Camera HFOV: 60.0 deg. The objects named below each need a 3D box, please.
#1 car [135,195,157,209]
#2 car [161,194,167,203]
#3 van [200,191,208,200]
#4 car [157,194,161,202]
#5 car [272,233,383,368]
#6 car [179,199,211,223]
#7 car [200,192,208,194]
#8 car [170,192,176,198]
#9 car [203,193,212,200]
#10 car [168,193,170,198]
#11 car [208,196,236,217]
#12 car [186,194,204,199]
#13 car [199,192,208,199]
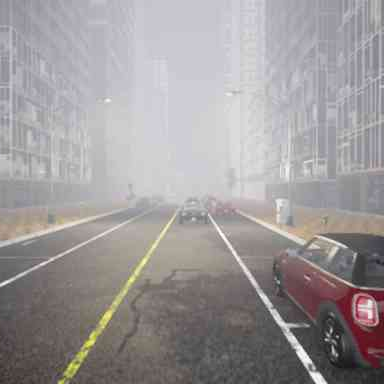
[{"bbox_3d":[-5.687,1.247,39.856,1.887,1.381,4.507,0,0,0],"label":"car"},{"bbox_3d":[-5.686,1.107,56.933,1.887,1.381,4.507,0,0,0],"label":"car"},{"bbox_3d":[2.696,0.757,74.001,1.690,1.788,3.998,0,1,0],"label":"van"},{"bbox_3d":[-5.687,1.238,45.549,1.802,1.307,4.206,0,0,0],"label":"car"},{"bbox_3d":[2.692,1.399,5.694,1.967,1.590,4.097,0,0,0],"label":"car"},{"bbox_3d":[0.100,1.431,23.532,1.895,1.301,4.718,0,0,0],"label":"car"},{"bbox_3d":[2.694,1.128,56.925,1.947,1.339,4.313,0,0,0],"label":"car"},{"bbox_3d":[-5.685,0.789,90.918,1.752,1.417,4.829,0,1,0],"label":"car"},{"bbox_3d":[2.694,1.222,45.541,1.947,1.339,4.313,0,0,0],"label":"car"},{"bbox_3d":[-5.686,1.080,62.626,1.947,1.339,4.313,0,0,0],"label":"car"},{"bbox_3d":[2.693,1.337,28.465,1.887,1.381,4.507,0,0,0],"label":"car"},{"bbox_3d":[0.102,1.251,41.756,1.994,1.385,4.181,0,0,0],"label":"car"},{"bbox_3d":[2.696,0.806,79.693,1.967,1.590,4.097,0,1,0],"label":"car"}]
